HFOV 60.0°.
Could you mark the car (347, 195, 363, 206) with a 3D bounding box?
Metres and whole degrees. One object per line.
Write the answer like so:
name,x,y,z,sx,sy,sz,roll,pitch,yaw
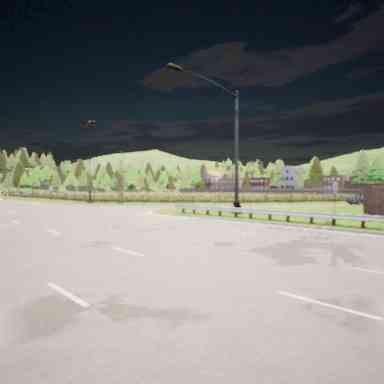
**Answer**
car,24.028,1.161,46.535,4.892,1.490,1.837,0,1,-17
